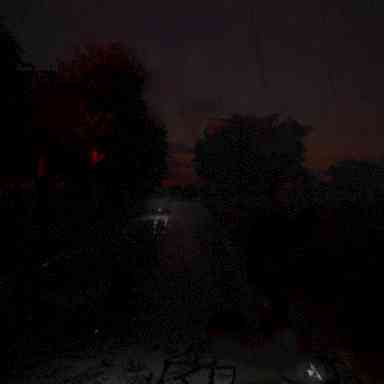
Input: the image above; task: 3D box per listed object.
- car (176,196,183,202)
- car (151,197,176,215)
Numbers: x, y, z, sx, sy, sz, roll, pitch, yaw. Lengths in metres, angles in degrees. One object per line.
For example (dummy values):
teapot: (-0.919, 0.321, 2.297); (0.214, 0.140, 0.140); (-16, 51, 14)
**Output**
car: (-3.001, 1.616, 75.727); (2.033, 1.411, 5.357); (0, -1, 0)
car: (-3.095, 1.502, 34.527); (2.128, 1.511, 4.902); (0, 0, 0)
